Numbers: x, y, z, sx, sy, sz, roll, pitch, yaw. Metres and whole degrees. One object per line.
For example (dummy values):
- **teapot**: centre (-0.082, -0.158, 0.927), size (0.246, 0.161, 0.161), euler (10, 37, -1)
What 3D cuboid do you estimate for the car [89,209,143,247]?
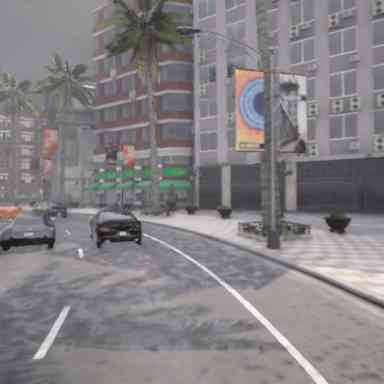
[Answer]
- **car**: centre (-3.665, 1.520, 15.533), size (1.882, 1.535, 5.008), euler (0, 0, -22)

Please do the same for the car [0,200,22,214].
- **car**: centre (-16.152, 1.523, 28.456), size (2.097, 1.767, 4.553), euler (-1, 0, -42)

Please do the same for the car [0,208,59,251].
- **car**: centre (-7.172, 1.641, 14.892), size (1.994, 1.385, 4.181), euler (-1, 0, -22)

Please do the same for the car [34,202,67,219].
- **car**: centre (-12.874, 1.645, 30.072), size (1.837, 1.490, 4.892), euler (0, 0, -41)
